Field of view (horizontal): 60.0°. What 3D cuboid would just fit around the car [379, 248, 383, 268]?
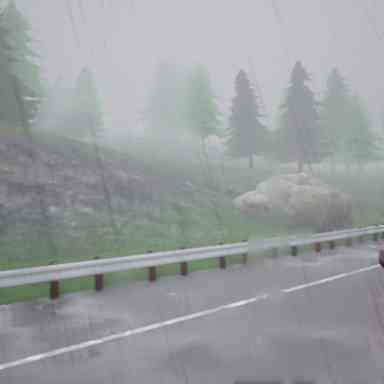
[{"bbox_3d":[7.005,1.612,8.881,4.718,1.301,1.895,0,0,-37],"label":"car"}]
